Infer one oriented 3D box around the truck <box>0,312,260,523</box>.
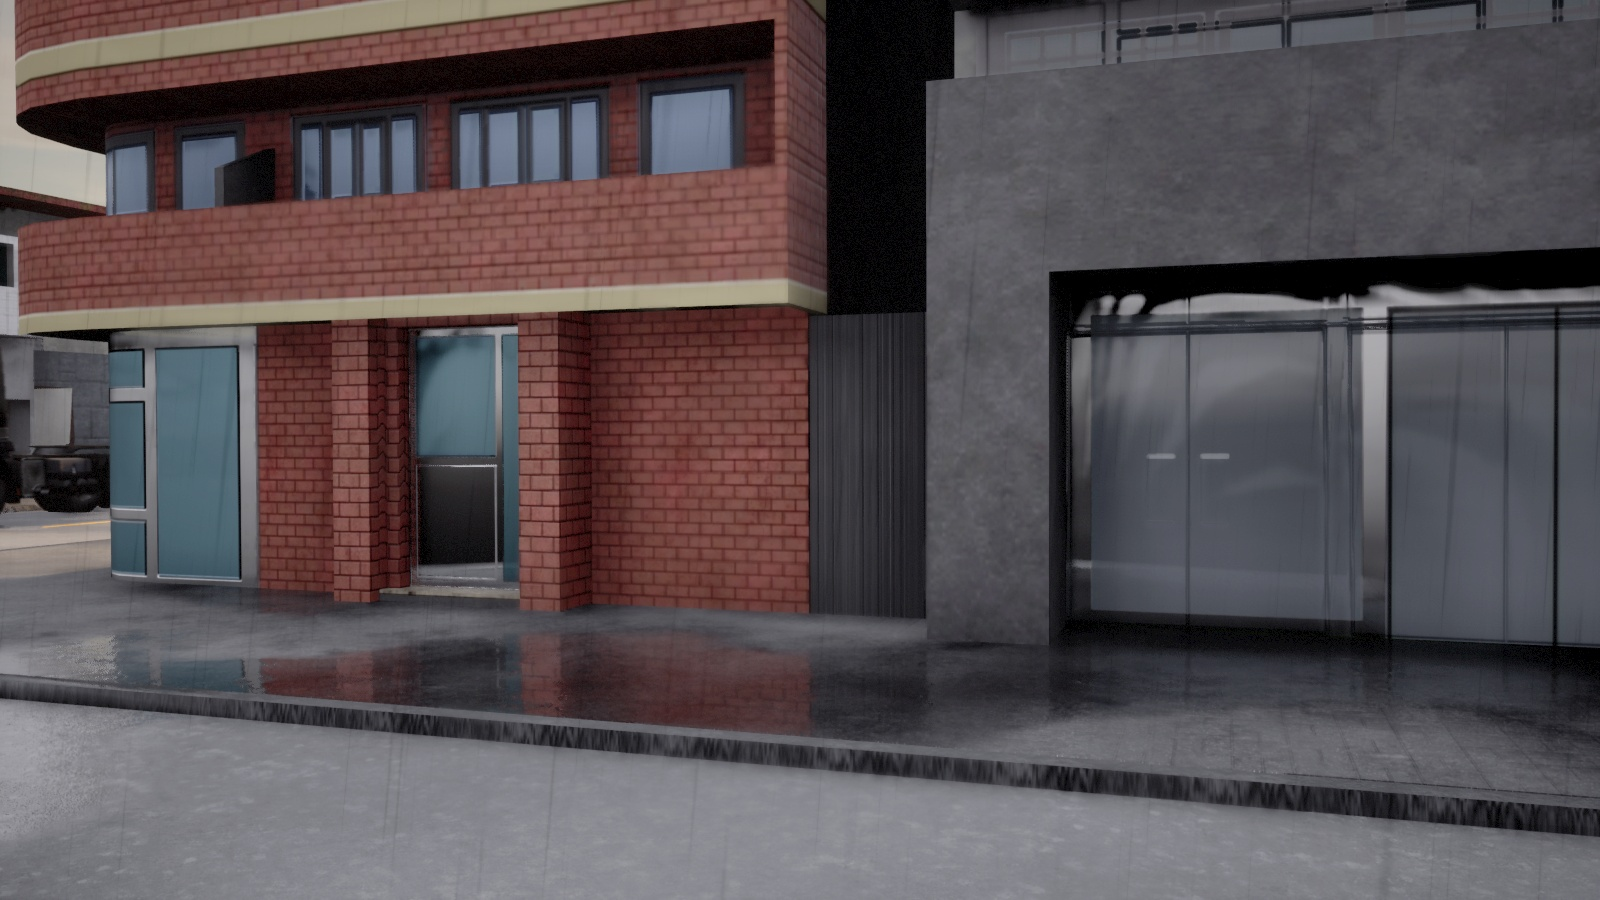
[{"bbox_3d":[-13.894,-0.574,22.877,2.891,3.462,7.936,1,1,18],"label":"truck"}]
